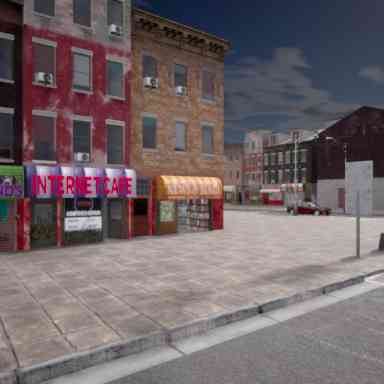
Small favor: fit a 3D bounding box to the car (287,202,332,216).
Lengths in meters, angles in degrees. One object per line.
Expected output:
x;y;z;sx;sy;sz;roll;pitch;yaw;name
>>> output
11.501;1.629;32.806;1.887;1.381;4.507;-1;0;-36;car
